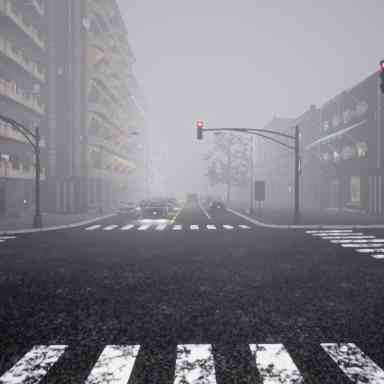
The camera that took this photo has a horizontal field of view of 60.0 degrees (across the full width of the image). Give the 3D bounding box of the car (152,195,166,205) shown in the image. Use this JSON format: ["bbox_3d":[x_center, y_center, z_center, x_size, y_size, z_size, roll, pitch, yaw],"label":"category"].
[{"bbox_3d":[-5.683,1.418,57.826,1.967,1.590,4.097,0,0,0],"label":"car"}]

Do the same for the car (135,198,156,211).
[{"bbox_3d":[-5.685,1.532,41.225,1.887,1.381,4.507,0,0,0],"label":"car"}]

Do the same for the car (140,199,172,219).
[{"bbox_3d":[-3.103,1.557,29.319,1.994,1.385,4.181,0,0,-1],"label":"car"}]

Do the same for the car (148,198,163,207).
[{"bbox_3d":[-5.683,1.563,52.293,1.802,1.307,4.206,0,0,0],"label":"car"}]

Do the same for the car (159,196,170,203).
[{"bbox_3d":[-5.680,1.553,68.893,1.802,1.307,4.206,0,0,0],"label":"car"}]

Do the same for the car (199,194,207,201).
[{"bbox_3d":[2.703,1.398,85.484,1.967,1.590,4.097,0,0,0],"label":"car"}]

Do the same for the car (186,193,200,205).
[{"bbox_3d":[0.110,1.197,59.028,2.150,2.045,5.566,0,0,0],"label":"car"}]

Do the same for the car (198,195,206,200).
[{"bbox_3d":[2.705,1.497,91.018,1.887,1.381,4.507,0,0,0],"label":"car"}]

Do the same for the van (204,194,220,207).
[{"bbox_3d":[2.694,1.328,41.216,1.690,1.788,3.998,0,0,0],"label":"van"}]

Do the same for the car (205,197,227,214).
[{"bbox_3d":[2.695,1.556,35.683,1.947,1.339,4.313,0,0,0],"label":"car"}]

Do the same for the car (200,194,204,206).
[{"bbox_3d":[2.697,1.421,52.284,1.967,1.590,4.097,0,0,0],"label":"car"}]

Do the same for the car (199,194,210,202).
[{"bbox_3d":[2.700,1.282,74.418,2.192,1.841,5.009,0,0,0],"label":"car"}]

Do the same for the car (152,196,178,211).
[{"bbox_3d":[-3.092,1.536,38.666,2.033,1.411,5.357,0,0,0],"label":"car"}]

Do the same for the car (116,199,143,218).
[{"bbox_3d":[-5.688,1.543,30.158,2.008,1.369,4.403,0,0,0],"label":"car"}]
